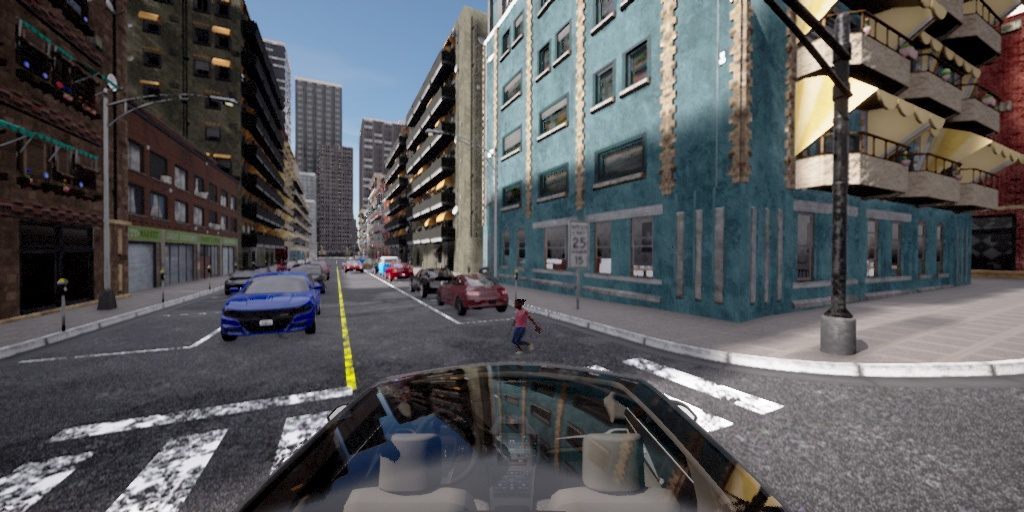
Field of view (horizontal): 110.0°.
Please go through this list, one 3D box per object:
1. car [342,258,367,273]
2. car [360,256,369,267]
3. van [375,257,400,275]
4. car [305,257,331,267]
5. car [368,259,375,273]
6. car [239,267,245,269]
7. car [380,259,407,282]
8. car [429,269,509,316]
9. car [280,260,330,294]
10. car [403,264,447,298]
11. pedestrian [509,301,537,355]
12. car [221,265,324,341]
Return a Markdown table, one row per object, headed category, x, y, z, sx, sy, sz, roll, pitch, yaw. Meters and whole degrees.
| category | x | y | z | sx | sy | sz | roll | pitch | yaw |
| --- | --- | --- | --- | --- | --- | --- | --- | --- | --- |
| car | -17.437 | 1.198 | 39.493 | 1.895 | 1.301 | 4.718 | 0 | 0 | -26 |
| car | -21.096 | 1.075 | 52.896 | 1.751 | 1.417 | 4.829 | 0 | 0 | -26 |
| van | -11.272 | 0.965 | 32.917 | 1.690 | 1.789 | 3.998 | 0 | 0 | -26 |
| car | -15.460 | 1.116 | 28.347 | 1.882 | 1.535 | 5.008 | 0 | 0 | -26 |
| car | -13.709 | 1.171 | 37.874 | 1.948 | 1.339 | 4.313 | 0 | 0 | -26 |
| car | -13.924 | 1.238 | 19.317 | 1.948 | 1.339 | 4.313 | 0 | 0 | -26 |
| car | -8.835 | 1.189 | 27.961 | 1.888 | 1.381 | 4.507 | 0 | 0 | -26 |
| car | -1.523 | 1.286 | 13.091 | 1.802 | 1.307 | 4.207 | 0 | 0 | -26 |
| car | -10.993 | 1.180 | 19.230 | 1.837 | 1.490 | 4.892 | 0 | 0 | -26 |
| car | -3.961 | 1.249 | 18.048 | 1.948 | 1.339 | 4.313 | 0 | 0 | -26 |
| pedestrian | 0.192 | 1.022 | 7.155 | 0.375 | 1.860 | 0.375 | -1 | 1 | -26 |
| car | -6.526 | 1.190 | 10.139 | 1.882 | 1.535 | 5.008 | 0 | 0 | -26 |
